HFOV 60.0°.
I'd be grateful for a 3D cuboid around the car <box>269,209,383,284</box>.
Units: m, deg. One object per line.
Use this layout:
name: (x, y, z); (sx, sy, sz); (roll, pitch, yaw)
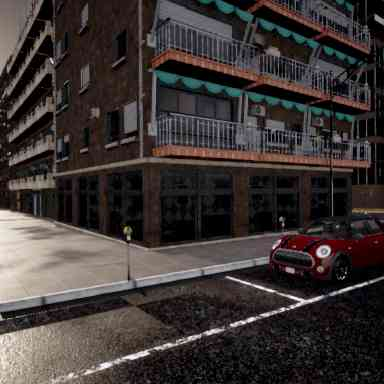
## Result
car: (4.078, 1.439, 9.500); (4.097, 1.590, 1.967); (0, -1, -36)
